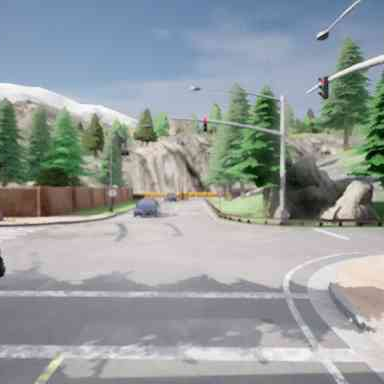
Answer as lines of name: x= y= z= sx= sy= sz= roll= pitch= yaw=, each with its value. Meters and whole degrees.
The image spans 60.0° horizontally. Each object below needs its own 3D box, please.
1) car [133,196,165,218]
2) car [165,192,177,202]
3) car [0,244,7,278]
car: x=-3.538 y=1.258 z=26.936 sx=1.812 sy=1.442 sz=4.674 roll=0 pitch=2 yaw=0
car: x=-3.586 y=0.804 z=56.276 sx=2.097 sy=1.767 sz=4.553 roll=0 pitch=1 yaw=0
car: x=-6.212 y=1.206 z=6.322 sx=2.097 sy=1.767 sz=4.553 roll=0 pitch=-2 yaw=38
